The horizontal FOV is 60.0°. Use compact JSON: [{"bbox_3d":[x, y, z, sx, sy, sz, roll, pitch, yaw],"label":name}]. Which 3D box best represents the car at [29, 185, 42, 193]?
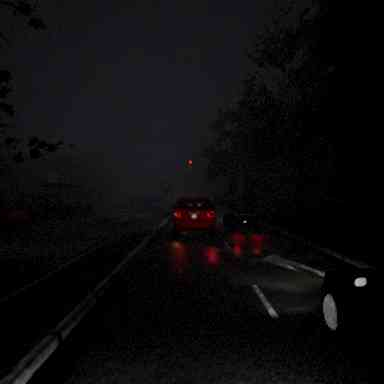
[{"bbox_3d":[-31.154,-0.259,66.508,2.435,2.045,5.566,6,-3,-19],"label":"car"}]

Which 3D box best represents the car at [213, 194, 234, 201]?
[{"bbox_3d":[7.672,1.347,81.138,4.553,1.767,2.185,1,0,-14],"label":"car"}]

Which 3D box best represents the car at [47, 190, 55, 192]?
[{"bbox_3d":[-28.160,0.303,66.446,2.002,1.452,4.674,6,-3,-19],"label":"car"}]

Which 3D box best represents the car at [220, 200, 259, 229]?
[{"bbox_3d":[3.114,1.549,21.942,2.128,1.511,4.902,0,0,0],"label":"car"}]

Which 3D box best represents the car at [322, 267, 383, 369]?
[{"bbox_3d":[3.101,1.479,3.618,1.882,1.535,5.008,0,0,0],"label":"car"}]

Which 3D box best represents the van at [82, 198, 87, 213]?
[{"bbox_3d":[-13.598,1.378,34.790,4.442,1.987,1.878,-1,-1,-19],"label":"van"}]

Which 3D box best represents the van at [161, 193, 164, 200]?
[{"bbox_3d":[-10.235,1.308,84.559,4.442,1.987,1.878,-1,-1,-14],"label":"van"}]

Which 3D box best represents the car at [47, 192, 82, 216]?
[{"bbox_3d":[-13.714,1.340,31.754,5.566,2.045,2.435,-1,-1,-20],"label":"car"}]

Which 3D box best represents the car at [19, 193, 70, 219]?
[{"bbox_3d":[-13.787,1.327,28.718,5.566,2.045,2.435,-1,0,-20],"label":"car"}]

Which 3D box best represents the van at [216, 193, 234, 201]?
[{"bbox_3d":[7.289,1.240,78.169,4.442,1.987,1.878,1,0,-14],"label":"van"}]

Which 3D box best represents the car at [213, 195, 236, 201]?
[{"bbox_3d":[8.209,1.478,84.131,5.366,1.575,1.946,1,0,-13],"label":"car"}]

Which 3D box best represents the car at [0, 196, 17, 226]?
[{"bbox_3d":[-13.818,1.288,19.704,5.566,2.045,2.435,-1,0,-20],"label":"car"}]

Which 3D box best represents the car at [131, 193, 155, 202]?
[{"bbox_3d":[-11.439,1.549,75.574,4.792,1.488,2.163,-1,0,-15],"label":"car"}]

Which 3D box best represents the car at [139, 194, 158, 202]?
[{"bbox_3d":[-10.700,1.402,81.519,4.553,1.767,2.185,-1,-1,-14],"label":"car"}]

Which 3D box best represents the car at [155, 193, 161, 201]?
[{"bbox_3d":[-10.794,1.514,78.566,5.366,1.575,1.946,-1,-1,-15],"label":"car"}]

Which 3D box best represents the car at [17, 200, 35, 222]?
[{"bbox_3d":[-13.957,1.551,22.654,5.366,1.575,1.946,-1,0,-20],"label":"car"}]

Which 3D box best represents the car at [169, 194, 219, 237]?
[{"bbox_3d":[0.104,1.263,18.473,2.150,2.045,5.566,0,0,0],"label":"car"}]

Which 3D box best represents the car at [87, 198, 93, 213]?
[{"bbox_3d":[-13.623,1.492,37.768,4.553,1.767,2.185,-1,0,-19],"label":"car"}]

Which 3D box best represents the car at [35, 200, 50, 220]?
[{"bbox_3d":[-13.767,1.605,25.720,4.674,1.452,2.002,-1,0,-20],"label":"car"}]
